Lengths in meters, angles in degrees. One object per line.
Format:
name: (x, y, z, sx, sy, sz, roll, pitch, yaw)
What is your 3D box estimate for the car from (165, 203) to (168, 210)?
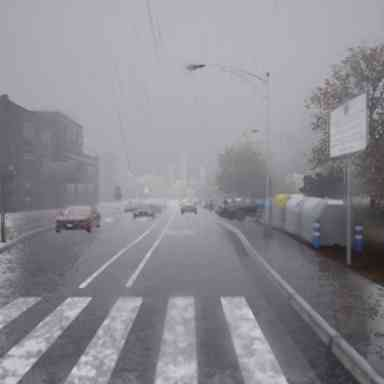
car: (-5.160, 2.232, 55.766, 1.812, 1.442, 4.674, 0, -1, -1)

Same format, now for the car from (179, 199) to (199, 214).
car: (-0.401, 1.971, 41.231, 1.812, 1.442, 4.674, 0, -1, -2)

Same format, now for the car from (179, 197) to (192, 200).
car: (-1.483, 2.406, 70.639, 1.882, 1.535, 5.008, 0, -1, -3)

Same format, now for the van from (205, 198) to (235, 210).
van: (4.536, 1.920, 53.288, 4.442, 1.987, 1.878, 1, -1, -22)

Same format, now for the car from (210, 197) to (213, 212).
car: (5.048, 1.503, 32.514, 5.566, 2.045, 2.435, 1, -1, -22)

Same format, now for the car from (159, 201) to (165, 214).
car: (-4.752, 2.060, 41.805, 1.895, 1.301, 4.718, 0, -1, -2)

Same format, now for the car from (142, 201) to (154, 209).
car: (-8.099, 2.326, 61.448, 1.812, 1.442, 4.674, 0, -1, -1)

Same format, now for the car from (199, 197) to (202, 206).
car: (4.422, 2.242, 59.227, 5.366, 1.575, 1.946, 1, -1, -22)

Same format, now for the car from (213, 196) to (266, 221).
car: (5.185, 1.445, 29.590, 5.566, 2.045, 2.435, 1, -2, -22)

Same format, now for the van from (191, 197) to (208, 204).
van: (2.274, 2.462, 94.668, 4.442, 1.987, 1.878, 1, 0, -25)

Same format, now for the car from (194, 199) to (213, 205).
car: (2.993, 2.637, 85.866, 4.674, 1.452, 2.002, 1, -1, -24)

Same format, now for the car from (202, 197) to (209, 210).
car: (4.735, 1.735, 44.375, 5.566, 2.045, 2.435, 1, -1, -22)

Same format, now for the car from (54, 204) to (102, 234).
car: (-6.586, 1.502, 19.631, 1.882, 1.535, 5.008, 0, -1, -7)

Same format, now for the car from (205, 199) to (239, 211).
car: (4.551, 1.968, 50.287, 4.553, 1.767, 2.185, 1, -1, -22)

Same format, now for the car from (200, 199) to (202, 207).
car: (4.364, 2.224, 56.209, 4.792, 1.488, 2.163, 1, -1, -22)

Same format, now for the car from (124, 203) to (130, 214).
car: (-7.601, 2.041, 43.456, 2.033, 1.411, 5.357, 0, -1, -1)

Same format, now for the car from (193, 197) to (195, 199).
car: (3.355, 2.529, 79.938, 5.008, 1.535, 2.097, 1, -1, -23)

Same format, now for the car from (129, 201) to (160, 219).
car: (-4.450, 1.831, 31.998, 1.994, 1.385, 4.181, 0, -1, -2)

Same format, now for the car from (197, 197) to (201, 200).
car: (4.057, 2.333, 65.097, 4.892, 1.521, 2.231, 1, -1, -22)
